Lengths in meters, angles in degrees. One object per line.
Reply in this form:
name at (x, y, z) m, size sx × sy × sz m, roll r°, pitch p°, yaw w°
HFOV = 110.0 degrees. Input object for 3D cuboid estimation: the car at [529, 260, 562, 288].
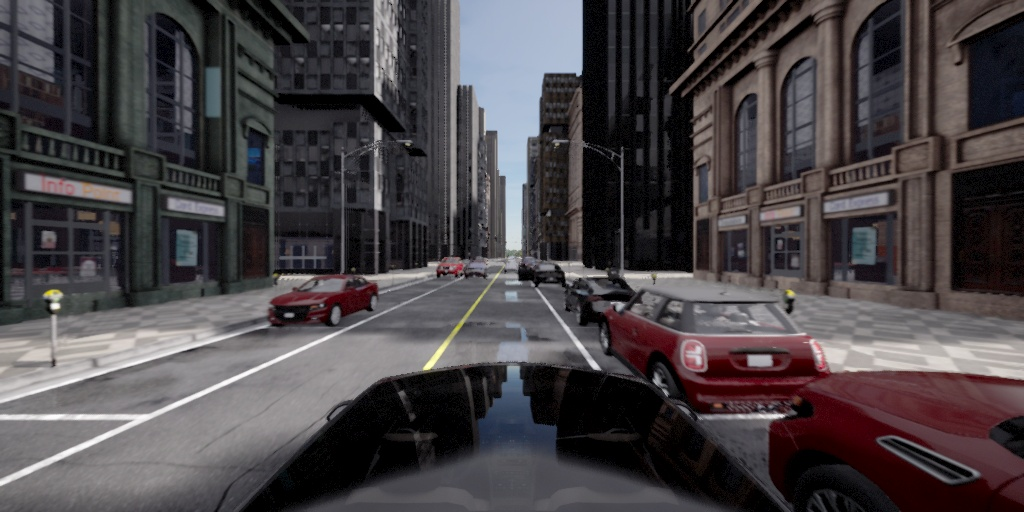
car at (2.358, 1.212, 23.934) m, size 1.882 × 1.535 × 5.008 m, roll 0°, pitch 0°, yaw 0°

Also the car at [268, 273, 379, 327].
car at (-5.764, 1.288, 11.527) m, size 1.888 × 1.381 × 4.507 m, roll 0°, pitch 0°, yaw 0°

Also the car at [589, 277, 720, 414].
car at (2.762, 1.187, 5.932) m, size 1.967 × 1.591 × 4.097 m, roll 0°, pitch 0°, yaw 0°

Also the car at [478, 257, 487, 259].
car at (-5.770, 1.024, 61.947) m, size 2.192 × 1.841 × 5.009 m, roll 0°, pitch 0°, yaw 0°

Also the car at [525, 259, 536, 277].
car at (2.758, 1.289, 39.542) m, size 1.948 × 1.339 × 4.313 m, roll 0°, pitch 0°, yaw 0°

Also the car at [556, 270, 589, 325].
car at (2.761, 1.309, 11.533) m, size 1.948 × 1.339 × 4.313 m, roll 0°, pitch 0°, yaw 0°

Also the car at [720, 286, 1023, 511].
car at (2.762, 1.066, 0.330) m, size 2.192 × 1.841 × 5.009 m, roll 0°, pitch 0°, yaw 0°

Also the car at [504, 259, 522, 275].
car at (0.025, 1.246, 44.302) m, size 1.812 × 1.442 × 4.674 m, roll 0°, pitch 0°, yaw 1°

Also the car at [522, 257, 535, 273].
car at (2.757, 1.156, 50.746) m, size 1.967 × 1.591 × 4.097 m, roll 0°, pitch 0°, yaw 0°

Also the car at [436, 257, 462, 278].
car at (-5.767, 1.042, 33.936) m, size 2.192 × 1.841 × 5.009 m, roll 0°, pitch 0°, yaw 0°

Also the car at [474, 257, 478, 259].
car at (-5.768, 1.159, 45.140) m, size 1.967 × 1.591 × 4.097 m, roll 0°, pitch 0°, yaw 0°

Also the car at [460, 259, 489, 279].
car at (-3.101, 1.276, 32.224) m, size 2.033 × 1.411 × 5.357 m, roll 0°, pitch 0°, yaw 0°
